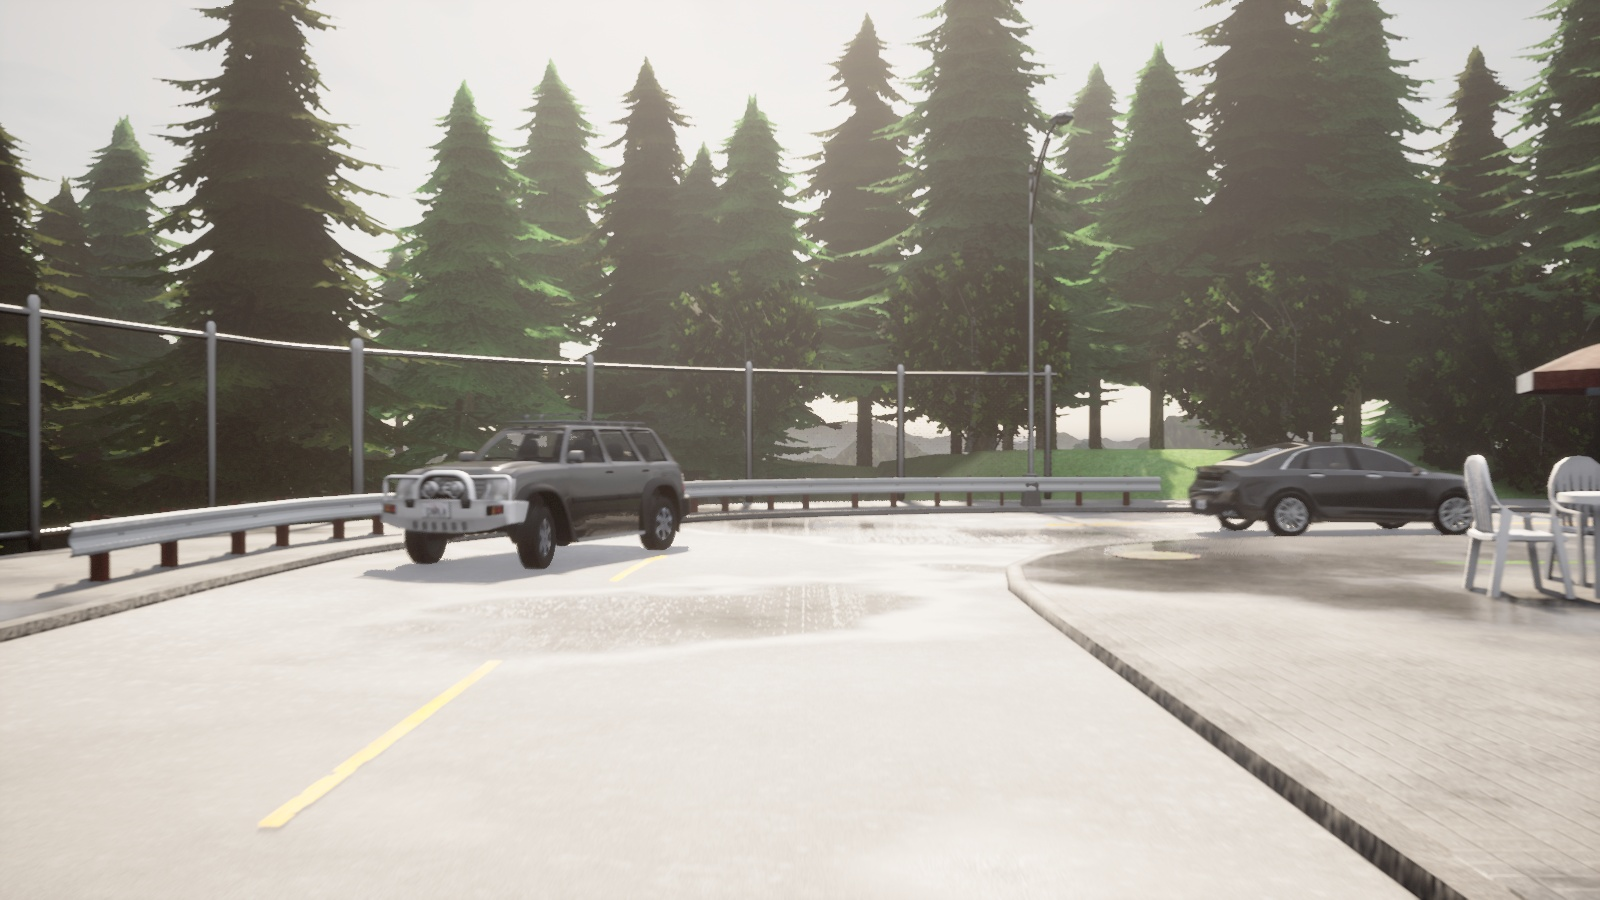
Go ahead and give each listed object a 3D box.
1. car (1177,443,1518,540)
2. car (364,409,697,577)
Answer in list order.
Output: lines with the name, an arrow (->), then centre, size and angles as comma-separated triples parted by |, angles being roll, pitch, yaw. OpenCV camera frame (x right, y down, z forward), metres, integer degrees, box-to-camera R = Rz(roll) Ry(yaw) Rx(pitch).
car -> 8.898, 0.643, 20.571 | 4.892, 1.490, 1.837 | 0, 0, -9
car -> -3.286, 0.470, 16.388 | 1.932, 1.855, 4.605 | 0, 0, 23
